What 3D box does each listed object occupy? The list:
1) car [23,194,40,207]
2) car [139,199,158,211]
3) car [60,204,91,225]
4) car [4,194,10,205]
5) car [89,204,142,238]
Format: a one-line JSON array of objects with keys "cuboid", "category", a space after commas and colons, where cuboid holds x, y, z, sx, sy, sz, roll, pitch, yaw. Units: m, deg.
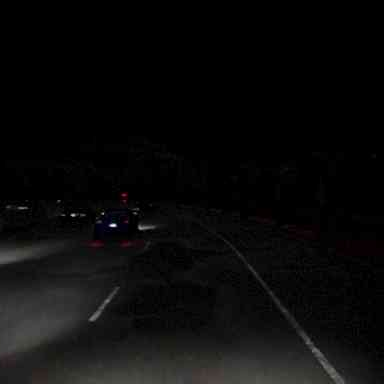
[{"cuboid": [-26.683, 1.394, 55.254, 2.150, 2.045, 5.566, 0, 0, -29], "category": "car"}, {"cuboid": [-5.628, 1.630, 42.461, 1.994, 1.385, 4.181, 0, 0, -18], "category": "car"}, {"cuboid": [-8.247, 1.575, 24.376, 2.033, 1.411, 5.357, 0, 0, -9], "category": "car"}, {"cuboid": [-35.494, 1.475, 62.177, 2.150, 2.045, 5.566, 0, 0, -36], "category": "car"}, {"cuboid": [-3.982, 1.578, 17.983, 1.994, 1.385, 4.181, 0, 0, -5], "category": "car"}]
